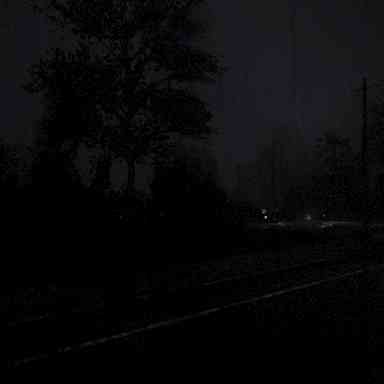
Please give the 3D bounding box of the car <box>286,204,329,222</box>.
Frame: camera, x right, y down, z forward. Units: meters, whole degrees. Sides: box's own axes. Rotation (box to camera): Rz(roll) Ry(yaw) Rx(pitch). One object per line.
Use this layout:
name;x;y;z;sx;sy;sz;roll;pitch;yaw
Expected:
car;8.979;1.657;27.278;1.994;1.385;4.181;0;-1;-39

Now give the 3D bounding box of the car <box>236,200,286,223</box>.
car;4.802;1.475;26.886;2.097;1.767;4.553;0;-1;-40
